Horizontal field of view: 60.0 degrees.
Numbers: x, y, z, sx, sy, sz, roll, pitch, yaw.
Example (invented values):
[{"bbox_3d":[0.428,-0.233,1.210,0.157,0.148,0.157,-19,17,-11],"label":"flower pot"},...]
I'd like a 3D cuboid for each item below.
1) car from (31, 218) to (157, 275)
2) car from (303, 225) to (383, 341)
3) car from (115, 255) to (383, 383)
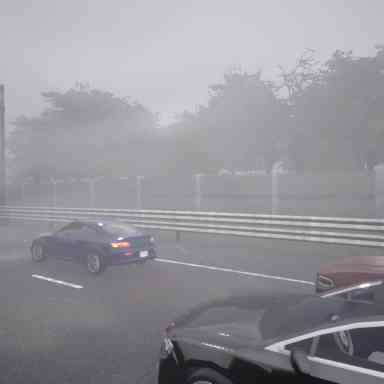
[{"bbox_3d":[-3.176,1.538,10.460,4.674,1.442,1.812,0,0,36],"label":"car"},{"bbox_3d":[4.504,1.478,5.071,5.008,1.535,1.882,0,0,35],"label":"car"},{"bbox_3d":[1.876,1.492,2.636,4.902,1.511,2.128,0,0,36],"label":"car"}]
